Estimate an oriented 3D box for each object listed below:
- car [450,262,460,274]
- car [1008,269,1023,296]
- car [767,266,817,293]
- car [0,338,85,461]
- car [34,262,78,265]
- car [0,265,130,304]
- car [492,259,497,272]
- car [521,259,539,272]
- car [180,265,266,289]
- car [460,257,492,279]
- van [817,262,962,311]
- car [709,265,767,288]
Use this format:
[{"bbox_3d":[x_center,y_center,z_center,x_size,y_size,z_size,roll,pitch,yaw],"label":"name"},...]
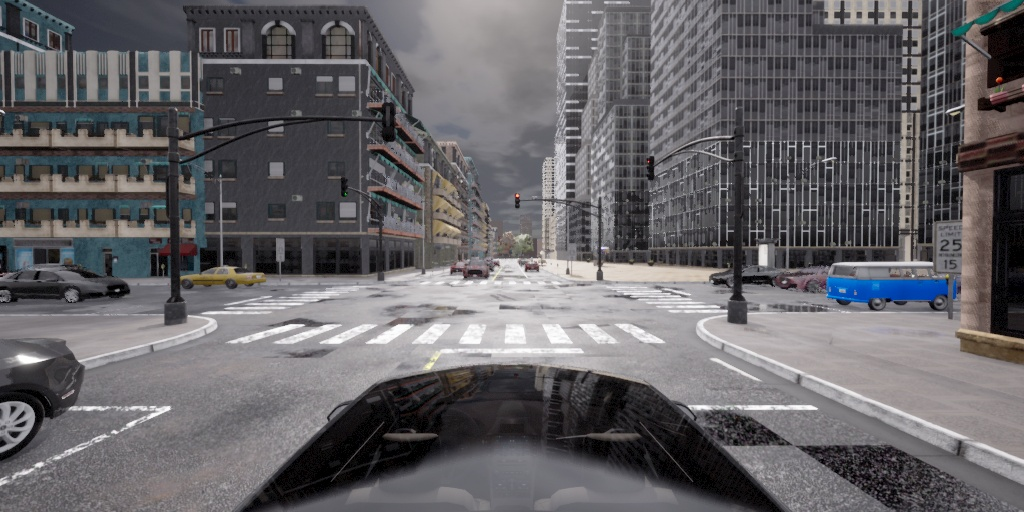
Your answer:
[{"bbox_3d":[-5.811,1.289,40.256,1.888,1.381,4.507,0,0,0],"label":"car"},{"bbox_3d":[22.182,1.248,16.540,4.674,1.442,1.812,0,1,0],"label":"car"},{"bbox_3d":[16.974,1.248,19.700,4.181,1.385,1.994,0,1,0],"label":"car"},{"bbox_3d":[-5.690,1.300,2.190,2.007,1.370,4.403,0,0,0],"label":"car"},{"bbox_3d":[-28.843,1.189,22.081,4.097,1.591,1.967,0,0,0],"label":"car"},{"bbox_3d":[-20.417,1.320,16.319,4.892,1.490,1.837,0,1,0],"label":"car"},{"bbox_3d":[-3.234,1.345,45.380,1.895,1.301,4.718,0,0,0],"label":"car"},{"bbox_3d":[2.518,1.289,45.989,1.888,1.381,4.507,0,0,0],"label":"car"},{"bbox_3d":[-17.945,1.246,22.134,4.829,1.417,1.751,0,0,0],"label":"car"},{"bbox_3d":[-3.171,1.097,32.539,2.097,1.767,4.553,0,0,-1],"label":"car"},{"bbox_3d":[14.653,1.116,13.910,3.998,1.789,1.690,0,0,0],"label":"van"},{"bbox_3d":[14.613,1.215,22.290,4.313,1.339,1.948,0,0,0],"label":"car"}]
